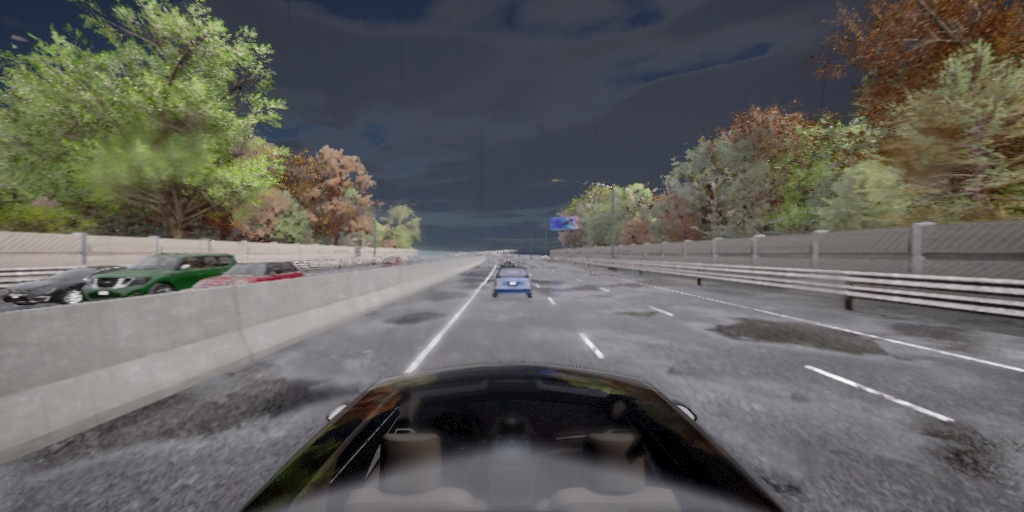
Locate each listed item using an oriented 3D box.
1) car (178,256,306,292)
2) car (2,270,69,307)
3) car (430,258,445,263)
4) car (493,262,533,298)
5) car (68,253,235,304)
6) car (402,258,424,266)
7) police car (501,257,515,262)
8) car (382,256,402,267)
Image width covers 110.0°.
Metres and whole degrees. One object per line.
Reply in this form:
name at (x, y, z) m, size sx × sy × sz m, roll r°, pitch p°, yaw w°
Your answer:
car at (-10.648, 1.026, 14.911) m, size 2.097 × 1.767 × 4.553 m, roll 0°, pitch 0°, yaw 0°
car at (-17.650, 1.183, 15.154) m, size 1.837 × 1.490 × 4.892 m, roll 0°, pitch 0°, yaw 0°
car at (-11.355, 1.010, 55.352) m, size 1.895 × 1.301 × 4.718 m, roll 0°, pitch 0°, yaw -1°
car at (0.023, 1.194, 17.768) m, size 2.033 × 1.411 × 5.357 m, roll 0°, pitch 0°, yaw -1°
car at (-14.151, 0.896, 15.160) m, size 2.150 × 2.045 × 5.566 m, roll 0°, pitch 1°, yaw 0°
car at (-14.843, 0.961, 55.229) m, size 2.033 × 1.411 × 5.357 m, roll 0°, pitch 0°, yaw -1°
police car at (-0.584, 0.938, 49.636) m, size 2.038 × 1.542 × 4.974 m, roll 0°, pitch 0°, yaw -1°
car at (-18.356, 0.769, 55.186) m, size 2.097 × 1.767 × 4.553 m, roll 0°, pitch 0°, yaw -1°
